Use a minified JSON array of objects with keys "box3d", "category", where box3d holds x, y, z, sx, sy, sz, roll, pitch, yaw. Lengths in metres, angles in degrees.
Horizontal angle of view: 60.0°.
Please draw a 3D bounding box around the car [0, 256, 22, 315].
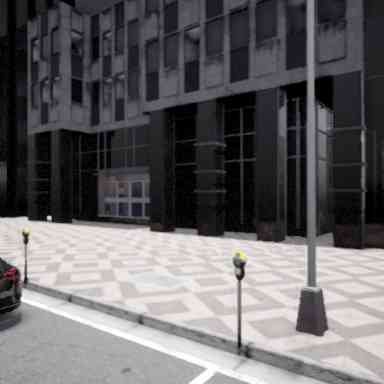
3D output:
[{"box3d":[-4.983,1.600,6.414,4.313,1.339,1.947,0,0,36],"category":"car"}]
